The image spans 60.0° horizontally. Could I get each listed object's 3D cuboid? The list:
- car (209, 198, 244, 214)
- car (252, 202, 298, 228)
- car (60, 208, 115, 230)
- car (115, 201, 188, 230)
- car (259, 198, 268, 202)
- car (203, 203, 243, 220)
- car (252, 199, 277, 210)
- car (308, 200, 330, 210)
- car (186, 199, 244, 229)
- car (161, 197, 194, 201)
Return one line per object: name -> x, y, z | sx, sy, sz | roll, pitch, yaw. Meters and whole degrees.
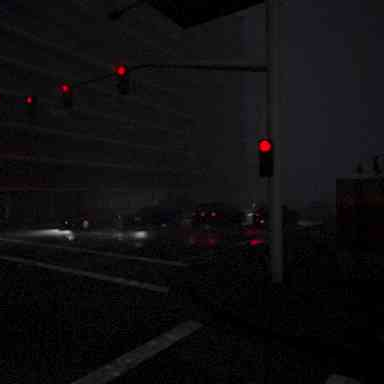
car -> 4.112, 1.601, 39.103 | 2.097, 1.767, 4.553 | -1, -1, 35
car -> 5.820, 1.615, 22.951 | 1.837, 1.490, 4.892 | -1, -1, 35
car -> -7.039, 1.811, 23.285 | 1.994, 1.385, 4.181 | -1, -1, 35
car -> -2.693, 1.680, 23.376 | 1.882, 1.535, 5.008 | -1, -1, 35
car -> 8.922, 1.556, 39.818 | 2.097, 1.767, 4.553 | -1, -1, 36
car -> 3.012, 1.767, 31.477 | 1.994, 1.385, 4.181 | -1, -1, 34
car -> 10.528, 1.776, 48.090 | 1.812, 1.442, 4.674 | -1, 0, 36
car -> 17.287, 1.721, 45.286 | 1.994, 1.385, 4.181 | -1, -1, 35
car -> 1.929, 1.507, 23.514 | 2.097, 1.767, 4.553 | -1, -1, 35
car -> -1.727, 1.470, 30.821 | 2.150, 2.045, 5.566 | -1, -1, 35
